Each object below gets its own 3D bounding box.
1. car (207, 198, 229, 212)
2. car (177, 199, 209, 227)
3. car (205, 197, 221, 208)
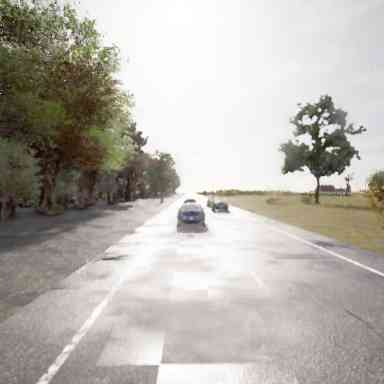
[{"bbox_3d":[3.233,1.521,39.316,2.128,1.511,4.902,0,0,0],"label":"car"},{"bbox_3d":[-0.052,1.502,23.217,1.882,1.535,5.008,0,0,0],"label":"car"},{"bbox_3d":[3.159,1.583,50.789,2.033,1.411,5.357,0,0,0],"label":"car"}]
